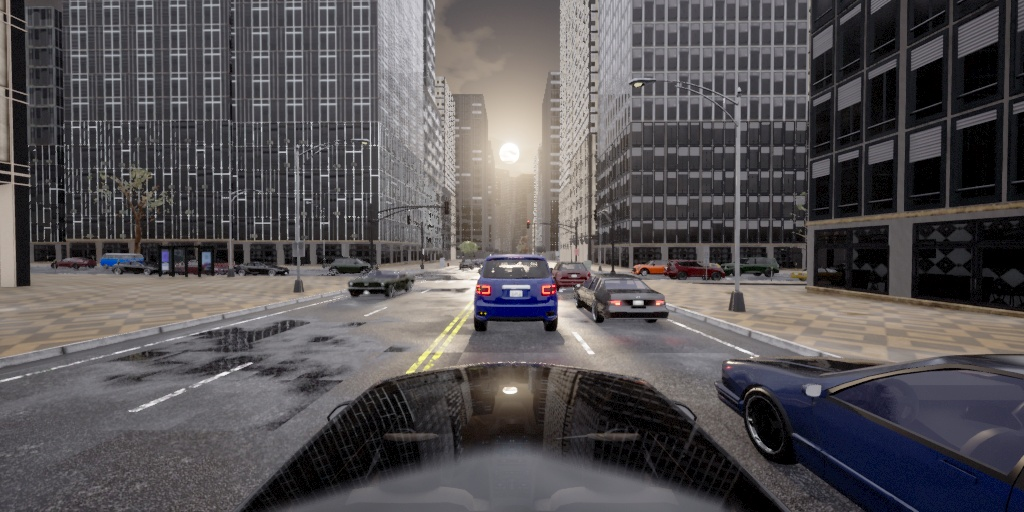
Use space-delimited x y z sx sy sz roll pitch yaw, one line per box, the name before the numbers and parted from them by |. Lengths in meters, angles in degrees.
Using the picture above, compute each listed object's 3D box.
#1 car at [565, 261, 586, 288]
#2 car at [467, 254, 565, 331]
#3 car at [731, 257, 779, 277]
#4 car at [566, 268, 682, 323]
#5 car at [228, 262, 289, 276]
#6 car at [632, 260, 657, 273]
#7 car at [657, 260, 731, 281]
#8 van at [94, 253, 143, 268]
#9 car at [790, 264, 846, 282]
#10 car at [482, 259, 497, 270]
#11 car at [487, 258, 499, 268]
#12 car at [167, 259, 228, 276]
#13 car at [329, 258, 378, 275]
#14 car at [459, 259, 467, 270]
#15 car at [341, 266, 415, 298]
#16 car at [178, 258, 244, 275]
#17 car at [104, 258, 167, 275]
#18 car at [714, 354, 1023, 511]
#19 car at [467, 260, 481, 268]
car | 3.355 1.091 21.461 2.097 1.767 4.553 0 0 0
car | 0.100 0.967 11.052 2.150 2.045 5.566 0 0 0
car | 24.900 1.156 37.730 5.566 2.045 2.150 1 1 1
car | 3.354 1.292 12.054 2.033 1.411 5.357 0 0 0
car | -22.722 1.172 32.649 4.313 1.339 1.948 0 0 1
car | 15.048 1.200 37.882 4.553 1.767 2.097 0 1 0
car | 16.203 1.267 32.108 5.009 1.841 2.192 0 0 1
van | -45.275 0.603 41.624 3.998 1.789 1.690 0 0 1
car | 27.651 1.577 31.908 4.829 1.417 1.751 0 0 1
car | -3.319 1.189 53.411 1.882 1.535 5.008 0 0 0
car | -3.299 1.178 63.024 1.882 1.535 5.008 0 0 0
car | -28.406 1.136 32.784 4.207 1.307 1.802 0 0 1
car | -15.364 0.981 35.203 4.553 1.767 2.097 1 1 1
car | -6.585 1.218 52.521 1.837 1.490 4.892 0 0 -1
car | -6.521 1.342 18.344 1.895 1.301 4.718 0 0 1
car | -29.752 0.976 35.502 5.008 1.535 1.882 1 1 1
car | -34.087 1.068 32.959 4.313 1.339 1.948 0 0 1
car | 3.351 1.297 1.874 2.033 1.411 5.357 0 0 1
car | -6.551 1.301 62.824 1.895 1.301 4.718 0 0 0
